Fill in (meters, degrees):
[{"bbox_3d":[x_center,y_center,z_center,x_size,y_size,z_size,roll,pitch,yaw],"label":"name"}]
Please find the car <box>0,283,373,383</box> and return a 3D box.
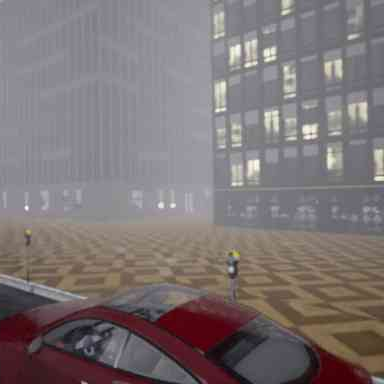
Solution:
[{"bbox_3d":[-0.501,1.605,3.243,4.206,1.307,1.802,-1,-1,36],"label":"car"}]
